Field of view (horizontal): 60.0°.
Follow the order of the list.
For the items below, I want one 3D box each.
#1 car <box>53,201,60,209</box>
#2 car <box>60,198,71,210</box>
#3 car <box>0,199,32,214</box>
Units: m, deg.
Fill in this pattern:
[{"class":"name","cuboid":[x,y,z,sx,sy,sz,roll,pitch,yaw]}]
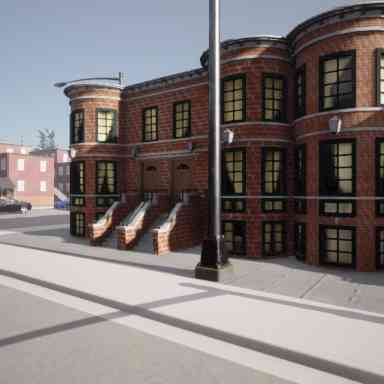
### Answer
[{"class":"car","cuboid":[-15.729,1.478,43.828,1.882,1.535,5.008,0,0,35]},{"class":"car","cuboid":[-13.327,1.599,41.167,1.895,1.301,4.718,0,0,36]},{"class":"car","cuboid":[-18.767,1.491,33.567,2.128,1.511,4.902,0,0,36]}]
